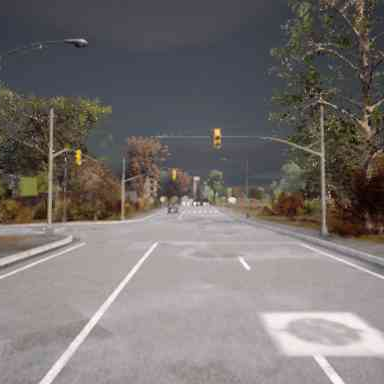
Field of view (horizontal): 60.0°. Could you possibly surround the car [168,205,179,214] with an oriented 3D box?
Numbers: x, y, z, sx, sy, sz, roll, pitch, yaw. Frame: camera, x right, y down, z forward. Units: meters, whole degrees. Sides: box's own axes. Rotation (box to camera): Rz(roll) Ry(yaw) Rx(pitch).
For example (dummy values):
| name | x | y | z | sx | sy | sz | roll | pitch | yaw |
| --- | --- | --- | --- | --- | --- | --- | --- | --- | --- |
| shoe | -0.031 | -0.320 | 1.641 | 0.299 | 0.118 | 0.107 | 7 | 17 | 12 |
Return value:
| name | x | y | z | sx | sy | sz | roll | pitch | yaw |
| --- | --- | --- | --- | --- | --- | --- | --- | --- | --- |
| car | -3.423 | 3.182 | 61.040 | 2.128 | 1.511 | 4.902 | 0 | -1 | 0 |
